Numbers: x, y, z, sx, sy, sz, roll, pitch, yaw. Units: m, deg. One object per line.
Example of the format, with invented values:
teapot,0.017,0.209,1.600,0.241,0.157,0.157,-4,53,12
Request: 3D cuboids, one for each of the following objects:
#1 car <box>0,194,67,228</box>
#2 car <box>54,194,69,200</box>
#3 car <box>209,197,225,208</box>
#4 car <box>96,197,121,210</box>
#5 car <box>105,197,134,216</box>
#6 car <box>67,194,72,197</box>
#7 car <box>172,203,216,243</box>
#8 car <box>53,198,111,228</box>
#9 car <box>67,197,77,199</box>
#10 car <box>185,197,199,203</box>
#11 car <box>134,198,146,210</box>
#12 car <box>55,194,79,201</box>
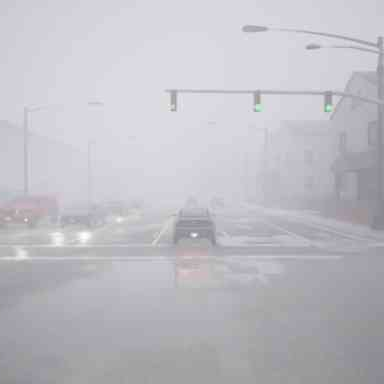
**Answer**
car,-10.607,1.180,21.966,2.150,2.045,5.566,0,0,0
car,-28.230,1.154,71.927,1.853,1.218,4.536,0,0,-36
car,3.488,1.428,46.436,2.033,1.411,5.357,0,0,0
car,-10.545,1.414,42.405,1.837,1.490,4.892,0,0,0
car,-7.099,1.436,31.637,1.837,1.490,4.892,0,0,0
car,-28.199,1.312,71.886,2.038,1.542,4.974,0,0,-36
car,0.097,1.465,15.798,1.837,1.490,4.892,0,0,0
car,-7.105,1.431,22.182,1.882,1.535,5.008,0,0,0
car,-10.596,1.481,32.213,2.033,1.411,5.357,0,0,0
car,-0.010,1.434,46.433,2.033,1.411,5.357,0,0,0
car,-7.050,1.453,42.048,2.033,1.411,5.357,0,0,1
car,-28.990,1.300,77.253,2.038,1.542,4.974,0,0,29
